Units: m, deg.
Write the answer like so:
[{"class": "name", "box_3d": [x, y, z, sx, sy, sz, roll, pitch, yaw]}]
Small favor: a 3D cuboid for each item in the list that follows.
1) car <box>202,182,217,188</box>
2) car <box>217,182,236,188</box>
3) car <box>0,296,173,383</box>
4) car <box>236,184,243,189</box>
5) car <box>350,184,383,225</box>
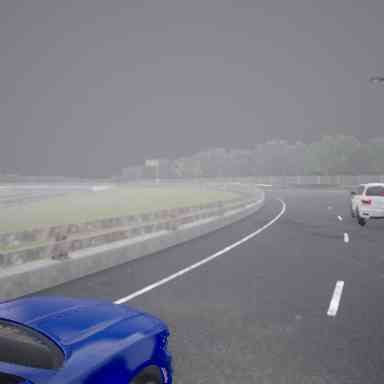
[{"class": "car", "box_3d": [5.440, -1.831, 95.244, 1.882, 1.535, 5.008, -1, 2, -24]}, {"class": "car", "box_3d": [8.810, -1.446, 85.941, 1.994, 1.385, 4.181, -1, 2, -19]}, {"class": "car", "box_3d": [-2.036, 1.423, 1.705, 1.882, 1.535, 5.008, 2, 3, 32]}, {"class": "car", "box_3d": [11.847, -1.529, 87.946, 1.994, 1.385, 4.181, -1, 2, -19]}, {"class": "car", "box_3d": [9.786, 0.570, 17.613, 2.150, 2.045, 5.566, 1, 2, 21]}]
